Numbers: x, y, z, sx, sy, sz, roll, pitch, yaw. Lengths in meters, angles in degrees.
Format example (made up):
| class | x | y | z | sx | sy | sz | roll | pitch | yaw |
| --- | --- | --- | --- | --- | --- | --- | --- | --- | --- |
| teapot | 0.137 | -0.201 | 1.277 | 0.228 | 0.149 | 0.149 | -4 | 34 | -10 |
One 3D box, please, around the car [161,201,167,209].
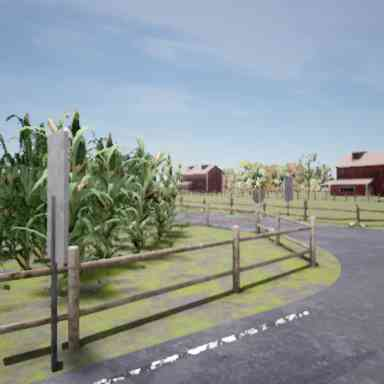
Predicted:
| class | x | y | z | sx | sy | sz | roll | pitch | yaw |
| --- | --- | --- | --- | --- | --- | --- | --- | --- | --- |
| car | -3.806 | 1.131 | 28.873 | 1.882 | 1.535 | 5.008 | 0 | 1 | -38 |
